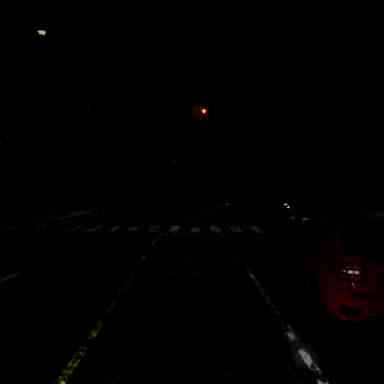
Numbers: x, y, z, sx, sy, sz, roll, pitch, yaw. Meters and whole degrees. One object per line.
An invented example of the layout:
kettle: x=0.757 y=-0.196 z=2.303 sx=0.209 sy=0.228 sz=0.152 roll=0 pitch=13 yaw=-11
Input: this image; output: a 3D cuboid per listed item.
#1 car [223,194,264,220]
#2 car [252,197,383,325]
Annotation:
car: x=4.415 y=0.921 z=22.873 sx=4.553 sy=1.767 sz=2.097 roll=-1 pitch=0 yaw=1
car: x=2.840 y=1.193 z=6.734 sx=2.192 sy=1.841 sz=5.009 roll=1 pitch=1 yaw=0
